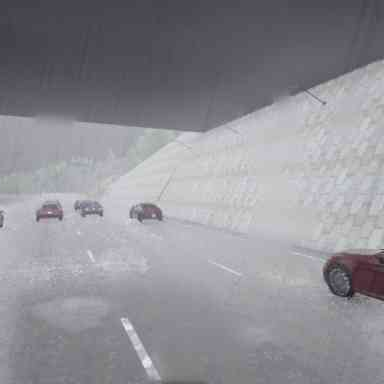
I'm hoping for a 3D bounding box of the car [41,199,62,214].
[{"bbox_3d":[-15.572,1.563,36.906,1.994,1.385,4.181,0,0,-22],"label":"car"}]

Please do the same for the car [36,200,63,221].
[{"bbox_3d":[-11.800,1.563,27.631,1.994,1.385,4.181,0,0,-22],"label":"car"}]

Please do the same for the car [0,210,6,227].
[{"bbox_3d":[-12.249,1.505,19.426,1.837,1.490,4.892,0,0,-22],"label":"car"}]

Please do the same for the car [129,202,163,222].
[{"bbox_3d":[-3.641,1.525,26.134,1.812,1.442,4.674,0,0,-22],"label":"car"}]

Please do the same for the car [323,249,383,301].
[{"bbox_3d":[4.535,1.526,5.969,1.812,1.442,4.674,0,0,-22],"label":"car"}]

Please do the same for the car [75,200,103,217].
[{"bbox_3d":[-9.516,1.547,31.298,2.033,1.411,5.357,0,0,-22],"label":"car"}]
